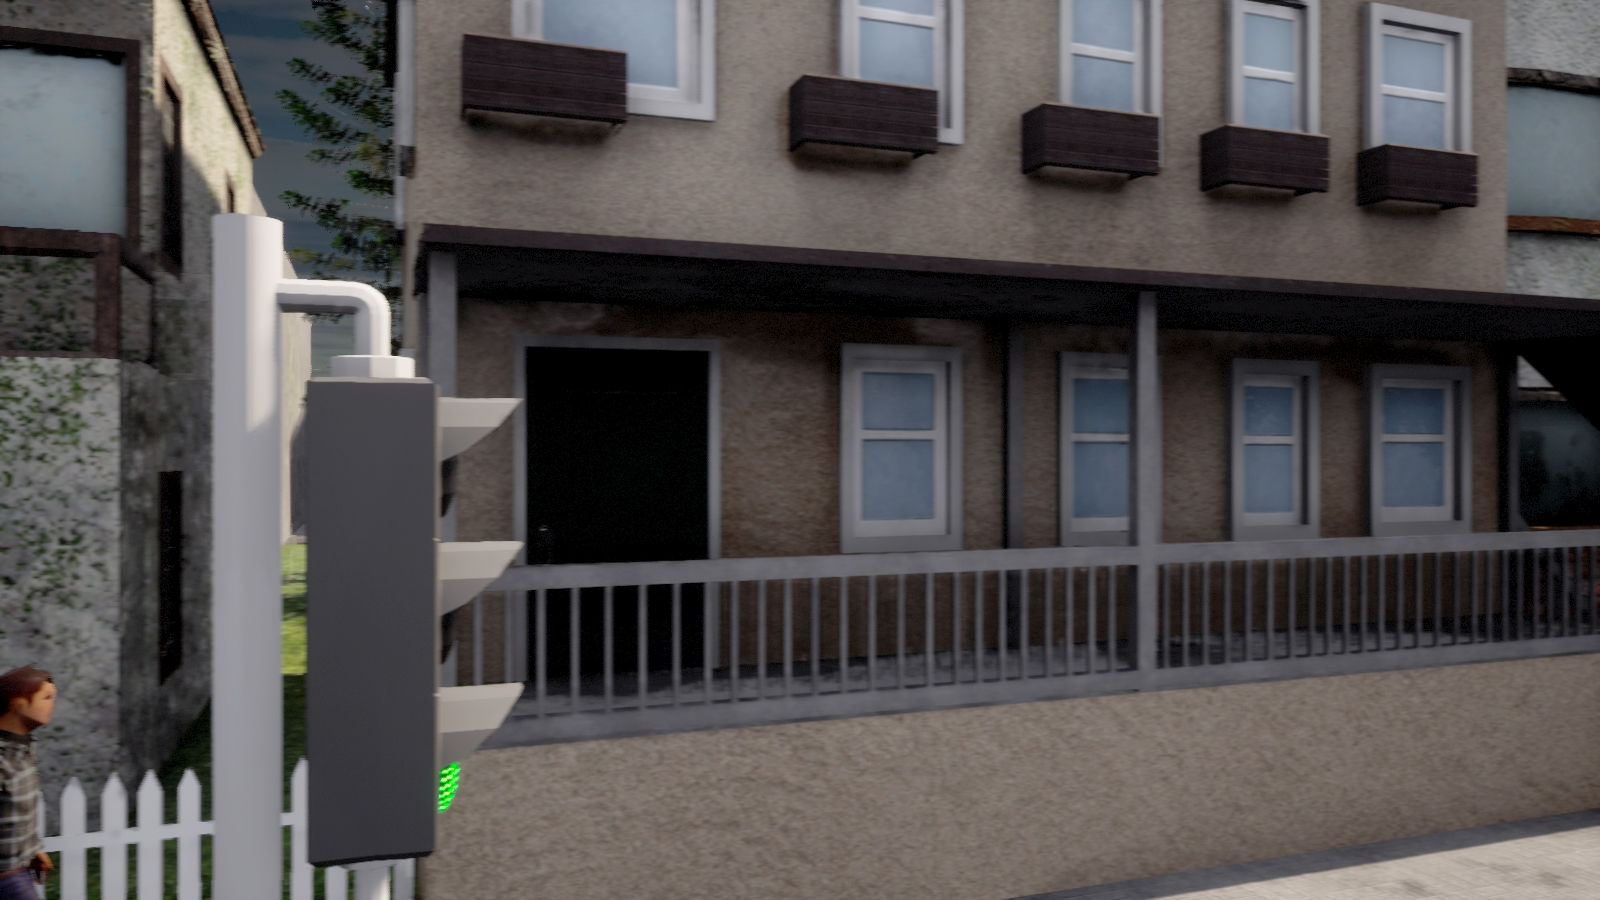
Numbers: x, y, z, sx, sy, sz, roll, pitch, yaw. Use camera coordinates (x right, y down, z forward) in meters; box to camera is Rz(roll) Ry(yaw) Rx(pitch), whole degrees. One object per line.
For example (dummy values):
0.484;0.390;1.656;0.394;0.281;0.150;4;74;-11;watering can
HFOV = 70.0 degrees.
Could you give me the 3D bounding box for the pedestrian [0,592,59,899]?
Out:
-3.164;1.524;4.527;0.375;1.860;0.375;0;0;-32;pedestrian
